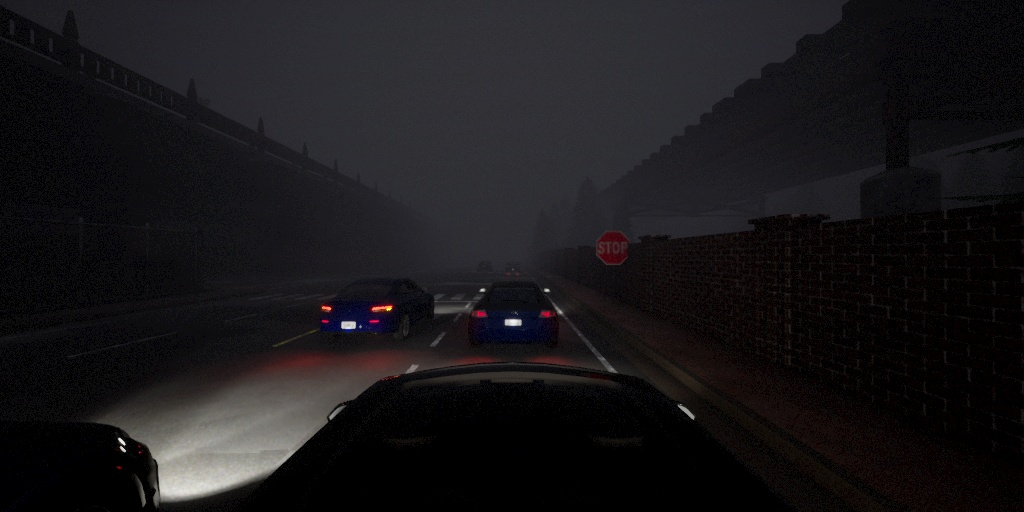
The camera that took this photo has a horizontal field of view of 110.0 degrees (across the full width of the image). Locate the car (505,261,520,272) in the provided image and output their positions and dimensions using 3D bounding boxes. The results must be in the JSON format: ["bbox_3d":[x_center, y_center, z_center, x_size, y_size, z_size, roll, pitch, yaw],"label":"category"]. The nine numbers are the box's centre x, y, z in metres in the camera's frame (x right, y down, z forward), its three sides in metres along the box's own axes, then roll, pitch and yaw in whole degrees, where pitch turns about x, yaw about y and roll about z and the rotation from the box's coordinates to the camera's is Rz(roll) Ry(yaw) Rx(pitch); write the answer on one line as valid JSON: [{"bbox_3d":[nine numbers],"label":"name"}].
[{"bbox_3d":[0.085,1.349,46.076,1.895,1.301,4.718,0,0,-1],"label":"car"}]

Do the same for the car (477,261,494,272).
[{"bbox_3d":[-3.410,1.295,45.908,2.033,1.411,5.357,0,0,-1],"label":"car"}]

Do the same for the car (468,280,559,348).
[{"bbox_3d":[0.067,1.314,9.258,1.994,1.385,4.181,0,0,1],"label":"car"}]

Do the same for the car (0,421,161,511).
[{"bbox_3d":[-3.398,1.314,0.683,1.994,1.385,4.181,0,0,0],"label":"car"}]

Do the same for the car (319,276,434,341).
[{"bbox_3d":[-3.415,1.275,9.779,1.812,1.442,4.674,0,0,0],"label":"car"}]
